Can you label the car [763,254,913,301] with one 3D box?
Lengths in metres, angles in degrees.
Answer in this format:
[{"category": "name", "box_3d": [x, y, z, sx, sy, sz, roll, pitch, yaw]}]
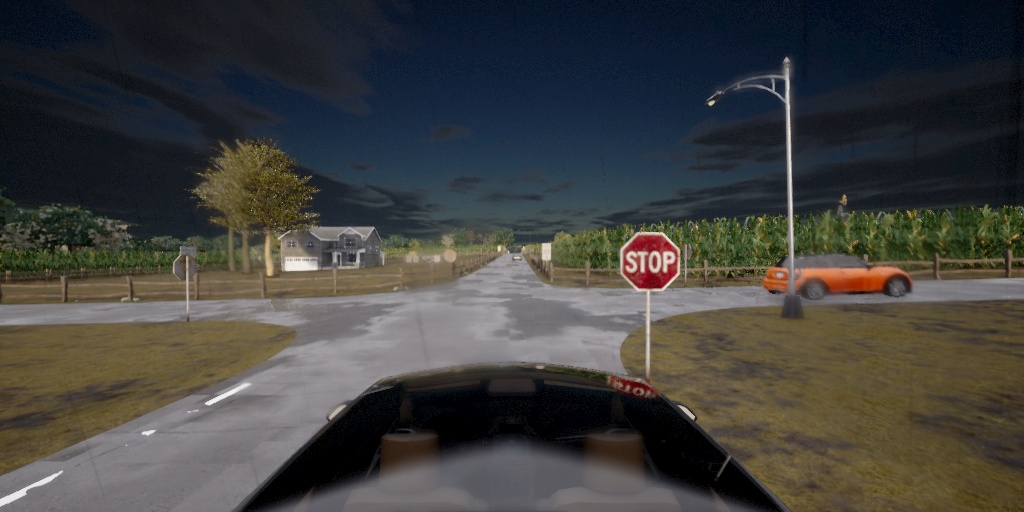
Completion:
[{"category": "car", "box_3d": [12.619, 0.708, 14.047, 4.553, 1.767, 2.097, -2, 0, 0]}]
